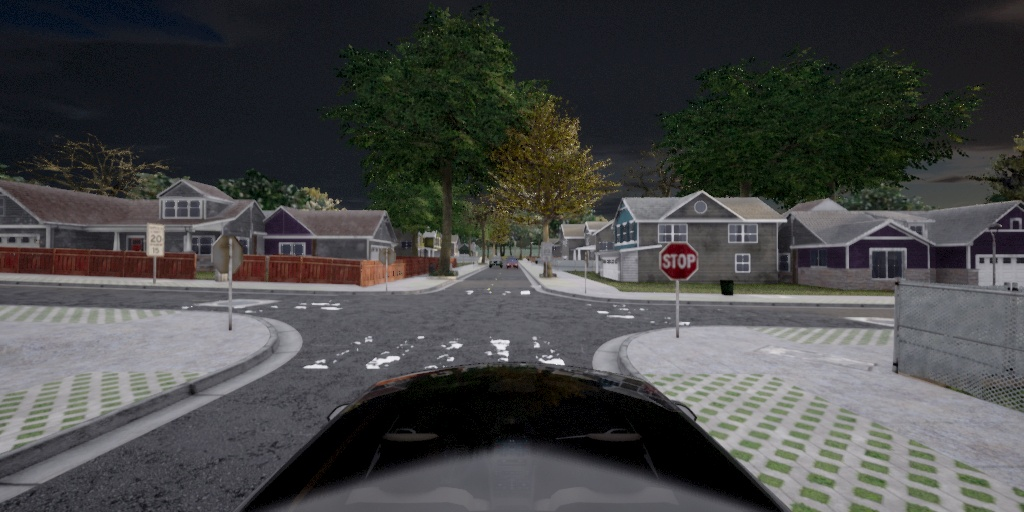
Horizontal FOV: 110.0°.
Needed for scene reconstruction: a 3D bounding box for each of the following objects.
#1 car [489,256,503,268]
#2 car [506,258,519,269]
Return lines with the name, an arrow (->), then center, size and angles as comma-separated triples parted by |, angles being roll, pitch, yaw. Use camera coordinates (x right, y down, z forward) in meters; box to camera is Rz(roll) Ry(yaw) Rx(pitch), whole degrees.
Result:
car -> -2.708, 0.979, 61.381 | 2.150, 2.045, 5.566 | 0, 0, 0
car -> 0.038, 1.358, 56.849 | 1.895, 1.301, 4.718 | 0, 0, 0
